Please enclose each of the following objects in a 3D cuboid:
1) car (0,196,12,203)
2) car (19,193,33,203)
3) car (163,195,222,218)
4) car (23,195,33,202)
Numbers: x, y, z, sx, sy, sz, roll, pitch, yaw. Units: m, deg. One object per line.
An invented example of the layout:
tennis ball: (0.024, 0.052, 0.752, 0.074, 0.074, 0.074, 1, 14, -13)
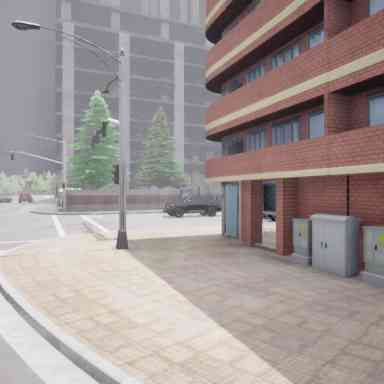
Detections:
car: (-38.373, 1.524, 68.815, 1.812, 1.442, 4.674, 0, 0, -23)
car: (-34.775, 1.225, 69.302, 2.150, 2.045, 5.566, 0, 0, -23)
car: (0.092, 1.277, 31.261, 5.566, 2.045, 2.150, 0, 0, -23)
car: (-38.935, 1.524, 79.037, 1.812, 1.442, 4.674, 0, 0, -23)
